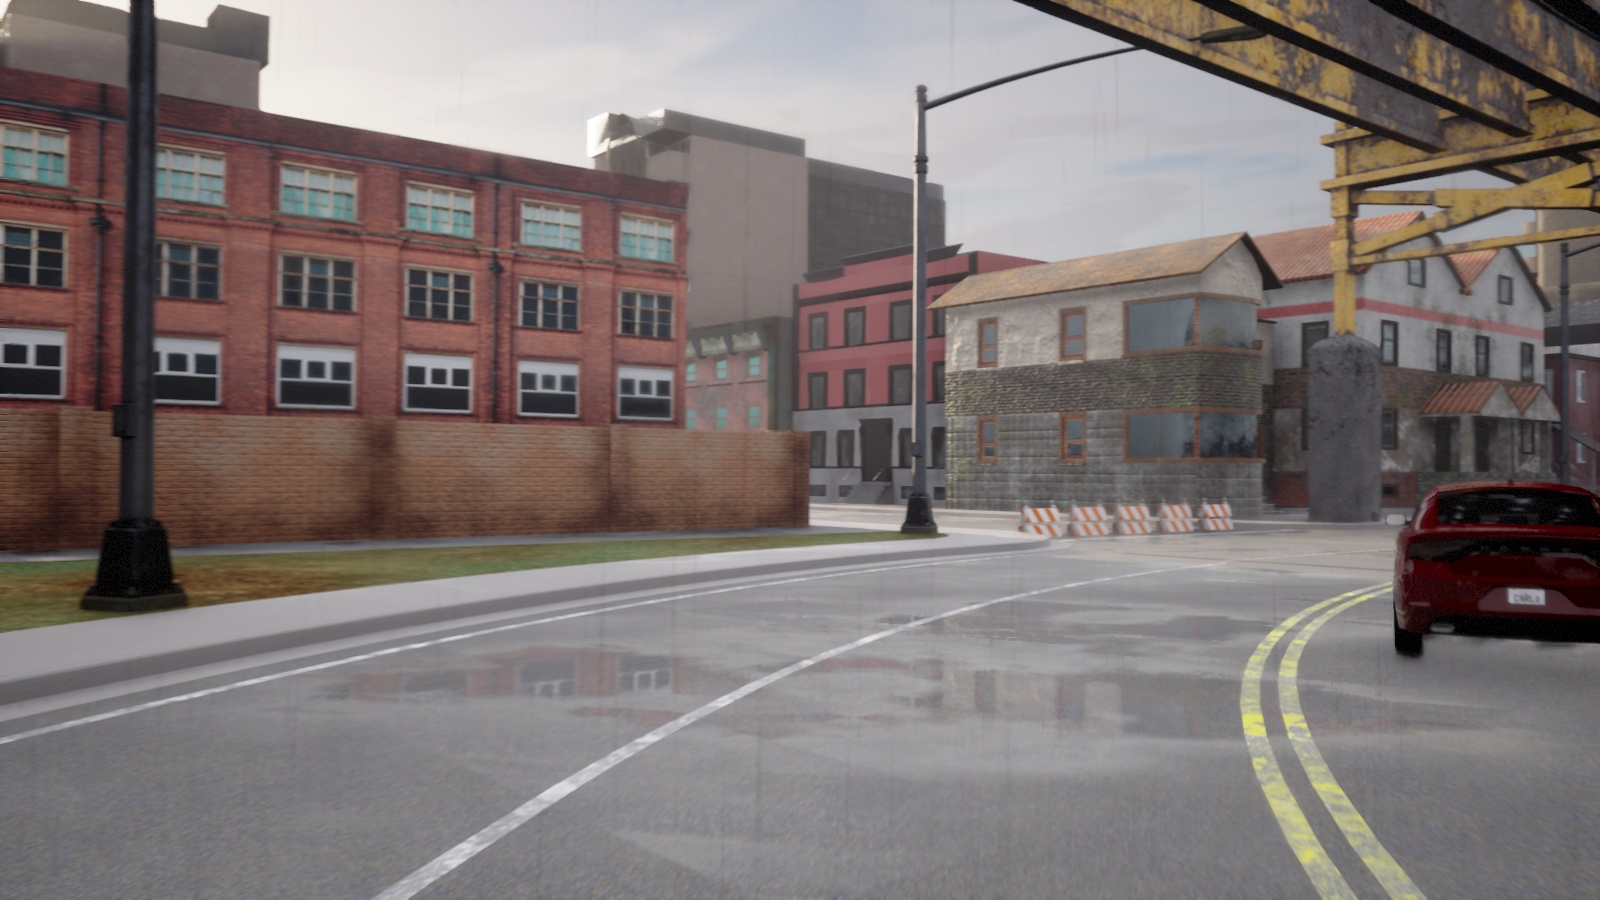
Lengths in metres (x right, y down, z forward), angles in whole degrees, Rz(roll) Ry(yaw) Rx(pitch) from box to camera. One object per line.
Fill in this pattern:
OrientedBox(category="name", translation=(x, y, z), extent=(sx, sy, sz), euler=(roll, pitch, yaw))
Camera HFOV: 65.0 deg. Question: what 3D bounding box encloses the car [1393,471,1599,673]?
OrientedBox(category="car", translation=(6.806, 0.979, 12.098), extent=(1.882, 1.535, 5.008), euler=(-1, -1, 26))
